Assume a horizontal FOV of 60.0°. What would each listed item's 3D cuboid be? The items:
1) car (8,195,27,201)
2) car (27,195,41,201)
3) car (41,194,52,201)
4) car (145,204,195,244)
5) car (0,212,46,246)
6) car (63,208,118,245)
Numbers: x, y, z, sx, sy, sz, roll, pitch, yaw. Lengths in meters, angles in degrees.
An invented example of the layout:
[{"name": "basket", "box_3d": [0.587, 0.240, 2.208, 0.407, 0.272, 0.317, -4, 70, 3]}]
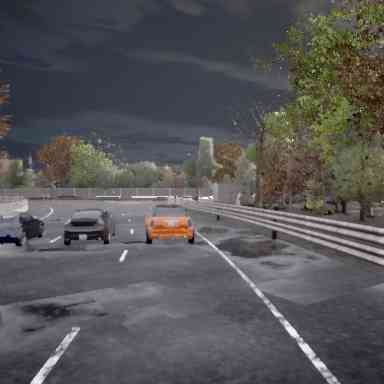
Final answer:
[{"name": "car", "box_3d": [-42.142, 1.507, 78.989, 5.357, 1.411, 2.033, 0, 0, 40]}, {"name": "car", "box_3d": [-39.798, 1.463, 81.588, 4.892, 1.490, 1.837, 0, 0, 40]}, {"name": "car", "box_3d": [-37.431, 1.314, 84.169, 4.553, 1.767, 2.097, 0, 0, 40]}, {"name": "car", "box_3d": [-1.176, 1.364, 15.989, 2.097, 1.767, 4.553, 0, 0, -8]}, {"name": "car", "box_3d": [-8.108, 1.570, 15.015, 1.994, 1.385, 4.181, 0, 0, -8]}, {"name": "car", "box_3d": [-4.644, 1.514, 15.517, 1.837, 1.490, 4.892, 0, 0, -8]}]
